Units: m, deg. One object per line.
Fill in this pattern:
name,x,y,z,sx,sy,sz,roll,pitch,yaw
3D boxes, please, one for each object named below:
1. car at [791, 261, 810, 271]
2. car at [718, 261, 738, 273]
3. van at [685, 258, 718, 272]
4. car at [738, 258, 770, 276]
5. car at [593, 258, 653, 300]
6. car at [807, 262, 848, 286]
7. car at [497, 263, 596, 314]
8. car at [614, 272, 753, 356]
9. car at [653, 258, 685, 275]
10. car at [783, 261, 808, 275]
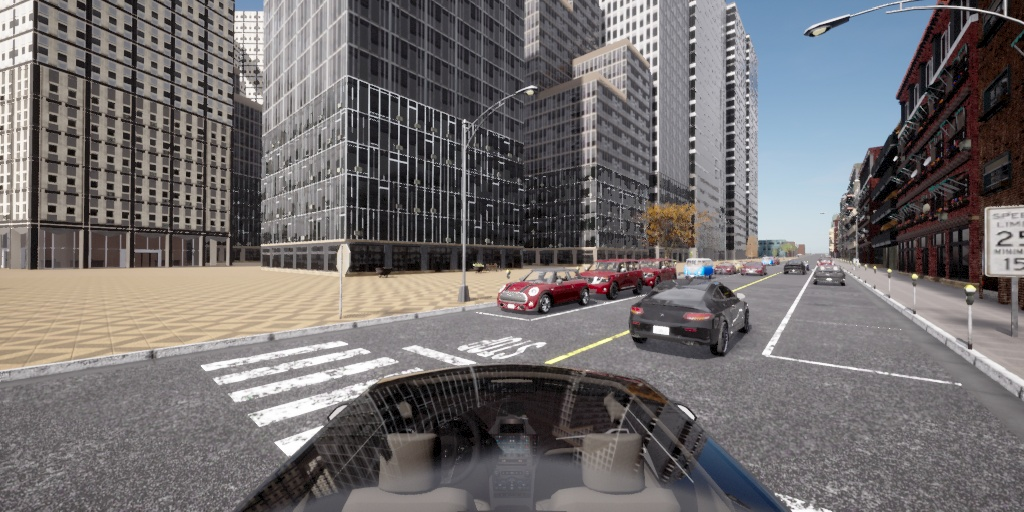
car,39.299,1.333,48.826,1.895,1.301,4.718,0,0,41
car,23.465,1.331,39.377,1.802,1.307,4.207,0,0,41
van,16.067,1.095,30.844,1.690,1.789,3.998,0,0,41
car,25.196,1.275,37.269,1.812,1.442,4.674,0,0,41
car,4.971,1.069,18.044,2.192,1.841,5.009,0,0,41
car,22.413,1.304,25.369,2.007,1.370,4.403,0,0,41
car,1.273,1.193,13.778,1.967,1.591,4.097,0,0,41
car,4.405,1.278,8.705,1.812,1.442,4.674,0,0,41
car,8.670,1.070,22.311,2.192,1.841,5.009,0,0,41
car,31.163,1.250,39.437,1.837,1.490,4.892,0,0,41
